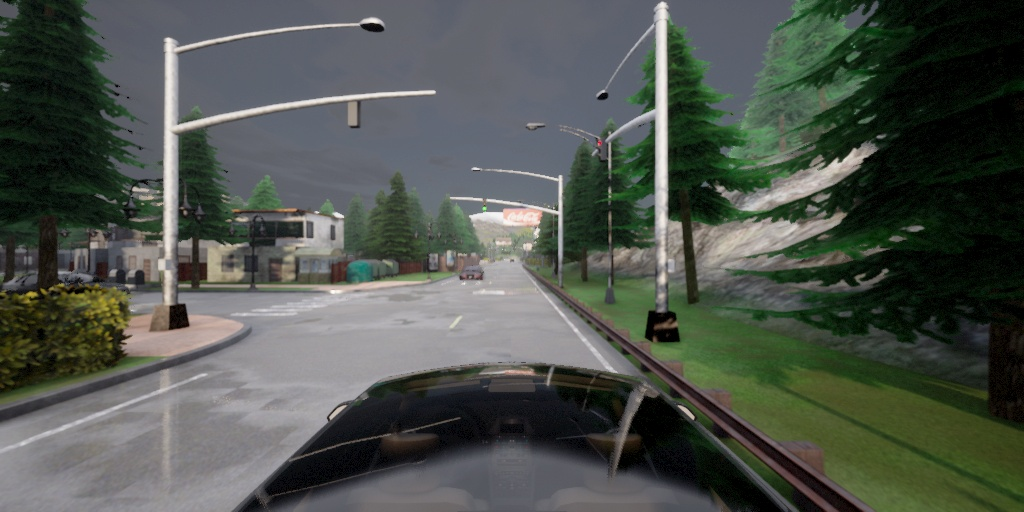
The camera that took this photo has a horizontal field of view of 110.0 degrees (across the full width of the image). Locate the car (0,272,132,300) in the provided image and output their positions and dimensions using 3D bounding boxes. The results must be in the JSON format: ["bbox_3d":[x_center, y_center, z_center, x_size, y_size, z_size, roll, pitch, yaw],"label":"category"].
[{"bbox_3d":[-19.964,1.491,16.133,4.892,1.490,1.837,0,0,5],"label":"car"}]

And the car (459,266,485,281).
[{"bbox_3d":[-3.468,1.544,31.874,1.994,1.385,4.181,0,0,0],"label":"car"}]
